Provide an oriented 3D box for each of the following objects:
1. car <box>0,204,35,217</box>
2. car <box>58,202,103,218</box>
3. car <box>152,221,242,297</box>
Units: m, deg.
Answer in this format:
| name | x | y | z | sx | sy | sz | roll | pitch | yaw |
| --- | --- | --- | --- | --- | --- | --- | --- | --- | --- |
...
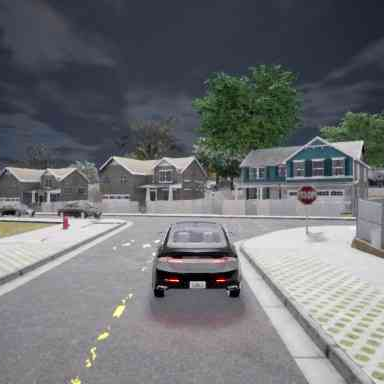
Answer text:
| name | x | y | z | sx | sy | sz | roll | pitch | yaw |
| --- | --- | --- | --- | --- | --- | --- | --- | --- | --- |
| car | -19.279 | 2.020 | 36.527 | 4.902 | 1.511 | 2.128 | -2 | -2 | 30 |
| car | -10.547 | 1.755 | 31.230 | 4.892 | 1.490 | 1.837 | -2 | -2 | 32 |
| car | 0.101 | 1.495 | 8.544 | 2.128 | 1.511 | 4.902 | 0 | 0 | 0 |
